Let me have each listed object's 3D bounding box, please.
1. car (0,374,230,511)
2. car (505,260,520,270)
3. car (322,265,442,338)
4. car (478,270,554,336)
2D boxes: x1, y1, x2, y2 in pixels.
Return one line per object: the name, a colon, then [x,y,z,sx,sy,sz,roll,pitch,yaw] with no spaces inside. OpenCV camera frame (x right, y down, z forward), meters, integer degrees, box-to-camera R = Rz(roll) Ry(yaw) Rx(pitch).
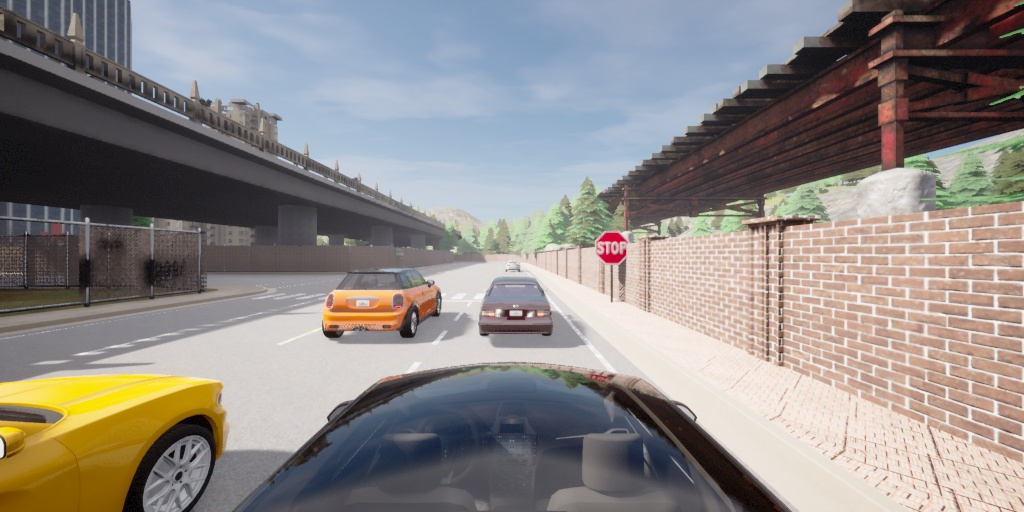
car: [-3.397,1.228,1.069,1.882,1.535,5.008,0,0,0]
car: [0.111,1.276,46.226,1.812,1.442,4.674,0,0,-1]
car: [-3.414,1.102,10.326,2.097,1.767,4.553,0,0,0]
car: [0.088,1.297,10.345,2.033,1.411,5.357,0,0,0]
